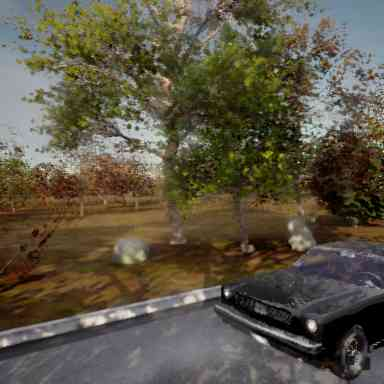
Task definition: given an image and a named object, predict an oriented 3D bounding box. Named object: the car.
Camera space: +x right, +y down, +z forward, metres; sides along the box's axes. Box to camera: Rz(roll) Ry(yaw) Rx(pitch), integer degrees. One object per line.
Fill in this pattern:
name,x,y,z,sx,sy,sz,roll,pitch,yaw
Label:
car,2.681,1.587,5.576,4.718,1.301,1.895,0,0,-35
